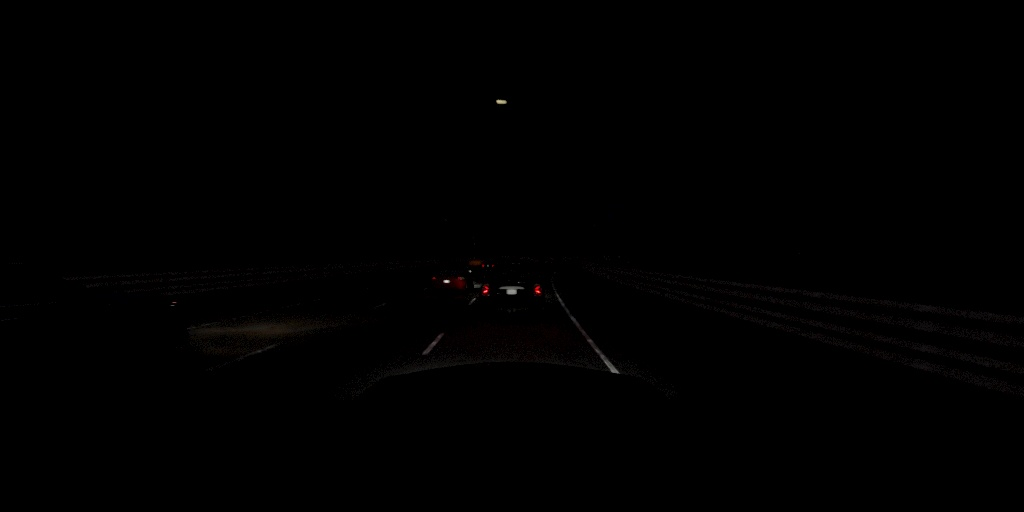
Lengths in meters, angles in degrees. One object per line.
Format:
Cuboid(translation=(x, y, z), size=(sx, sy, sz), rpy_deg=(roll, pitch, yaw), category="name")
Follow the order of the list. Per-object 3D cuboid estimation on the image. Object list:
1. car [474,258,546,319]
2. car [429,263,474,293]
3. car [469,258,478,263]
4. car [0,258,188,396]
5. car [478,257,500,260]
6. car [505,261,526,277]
Cuboid(translation=(0.006, 1.094, 12.904), size=(2.097, 1.767, 4.553), rpy_deg=(0, 0, 0), category="car")
Cuboid(translation=(-3.332, 1.288, 20.447), size=(1.994, 1.385, 4.181), rpy_deg=(0, 0, 1), category="car")
Cuboid(translation=(-6.054, 1.099, 60.321), size=(1.882, 1.535, 5.008), rpy_deg=(0, 0, 1), category="car")
Cuboid(translation=(-6.965, 0.961, 4.099), size=(2.150, 2.045, 5.566), rpy_deg=(0, 0, 0), category="car")
Cuboid(translation=(-2.833, 1.202, 46.061), size=(2.033, 1.411, 5.357), rpy_deg=(0, 0, 1), category="car")
Cuboid(translation=(0.364, 1.257, 35.659), size=(1.994, 1.385, 4.181), rpy_deg=(0, 0, 1), category="car")
